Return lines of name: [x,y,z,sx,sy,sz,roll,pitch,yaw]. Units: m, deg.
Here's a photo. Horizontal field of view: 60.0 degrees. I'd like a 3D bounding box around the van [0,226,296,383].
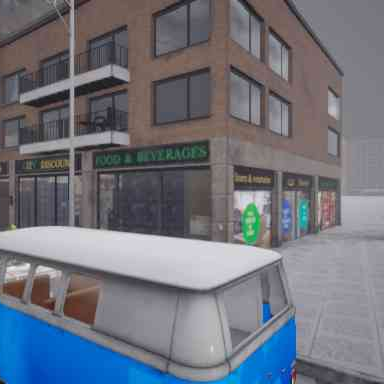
van: [-0.943,1.341,3.533,3.998,1.788,1.690,0,0,36]
